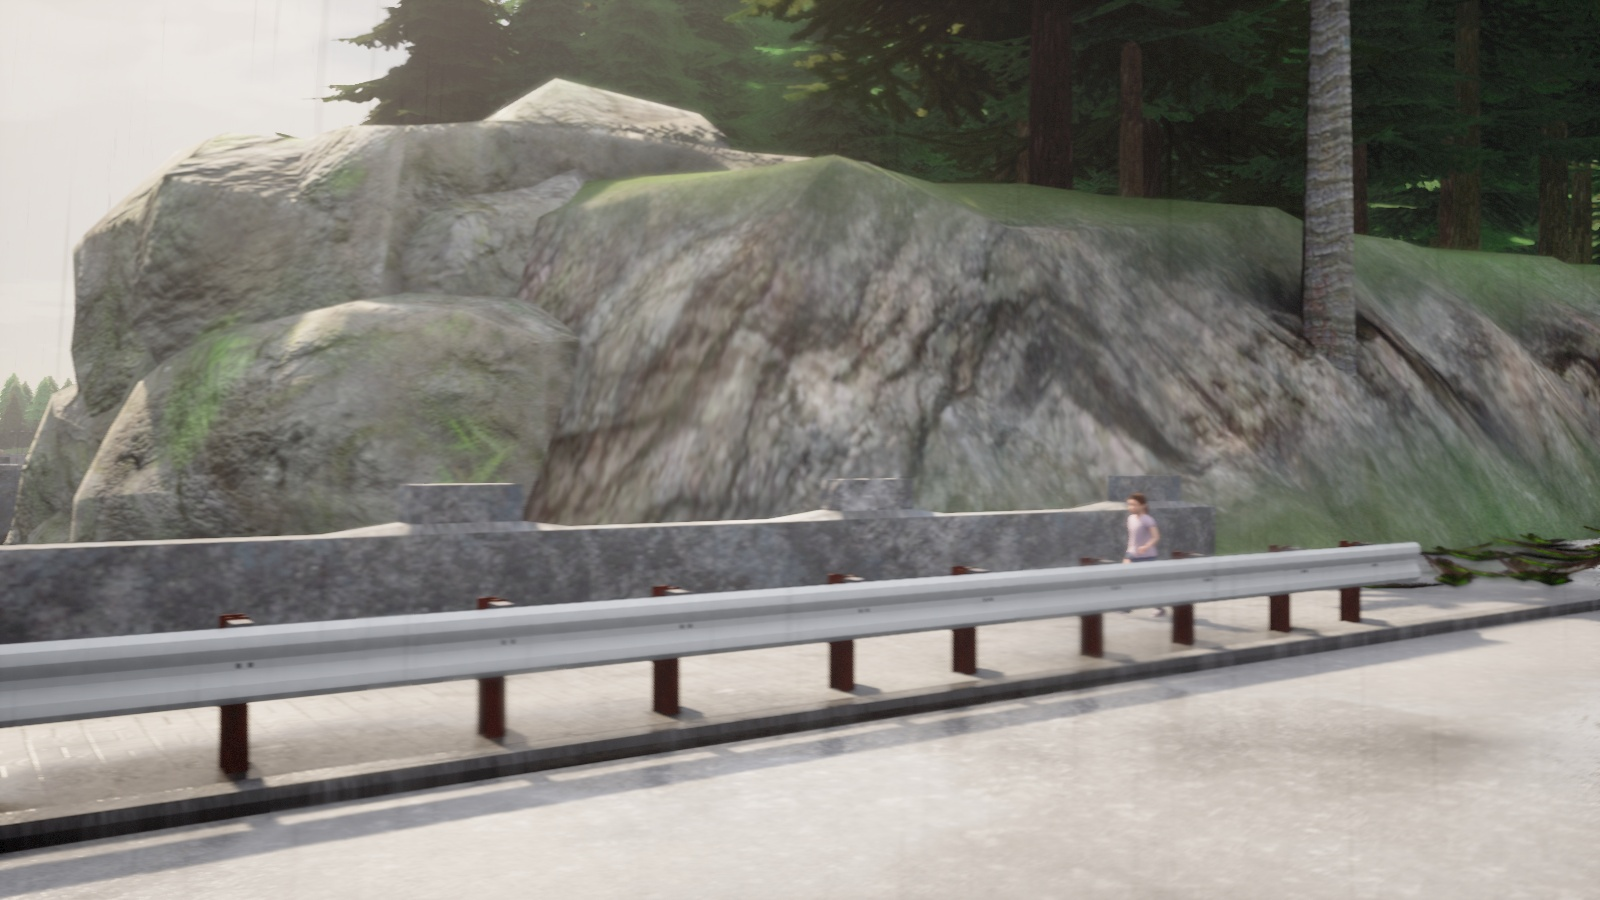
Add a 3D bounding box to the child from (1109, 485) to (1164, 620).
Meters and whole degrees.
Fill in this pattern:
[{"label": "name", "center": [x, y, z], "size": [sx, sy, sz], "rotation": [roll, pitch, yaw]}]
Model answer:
[{"label": "child", "center": [2.857, 0.855, 10.655], "size": [0.394, 1.110, 0.255], "rotation": [0, 0, -34]}]
